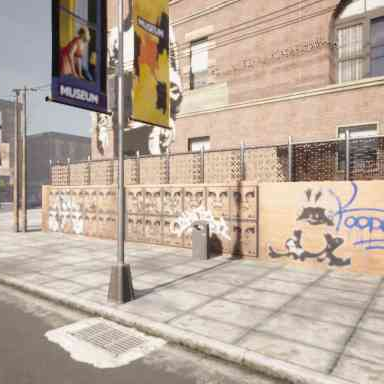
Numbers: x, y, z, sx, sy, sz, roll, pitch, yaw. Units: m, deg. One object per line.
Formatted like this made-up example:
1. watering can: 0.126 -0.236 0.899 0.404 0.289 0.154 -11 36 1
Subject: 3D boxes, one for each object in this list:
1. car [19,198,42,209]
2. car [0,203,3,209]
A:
1. car: -21.637 1.526 44.700 1.812 1.442 4.674 0 0 15
2. car: -25.905 1.526 41.576 1.812 1.442 4.674 0 0 8
